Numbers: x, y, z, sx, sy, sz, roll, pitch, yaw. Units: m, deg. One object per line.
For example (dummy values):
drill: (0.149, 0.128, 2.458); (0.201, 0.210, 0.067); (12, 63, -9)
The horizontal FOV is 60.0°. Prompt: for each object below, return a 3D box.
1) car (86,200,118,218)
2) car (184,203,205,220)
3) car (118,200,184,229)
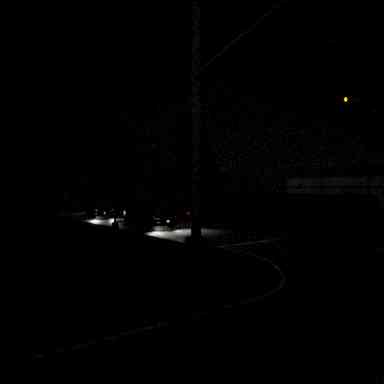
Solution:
car: (-8.378, 1.505, 30.099); (1.837, 1.490, 4.892); (0, 0, -26)
car: (-1.234, 1.547, 25.846); (2.033, 1.411, 5.357); (0, 0, -36)
car: (-2.846, 1.505, 21.858); (1.837, 1.490, 4.892); (0, 0, -36)
